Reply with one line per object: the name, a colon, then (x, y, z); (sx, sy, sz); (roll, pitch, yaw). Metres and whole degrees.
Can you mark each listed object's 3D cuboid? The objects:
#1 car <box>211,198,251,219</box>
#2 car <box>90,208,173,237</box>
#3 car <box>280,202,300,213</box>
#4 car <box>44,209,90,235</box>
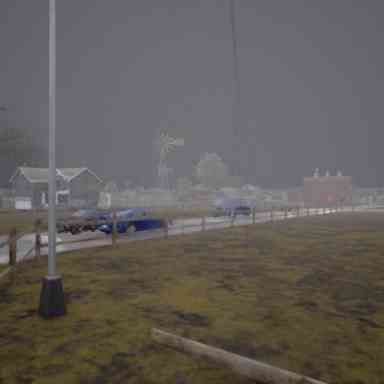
car: (4.219, 1.653, 34.949); (2.150, 2.045, 5.566); (0, -1, 35)
car: (-3.169, 1.698, 19.636); (1.882, 1.535, 5.008); (0, -1, 36)
car: (14.634, 2.283, 49.421); (1.837, 1.490, 4.892); (0, -1, 35)
car: (-6.163, 1.734, 20.361); (2.033, 1.411, 5.357); (0, 0, 35)
